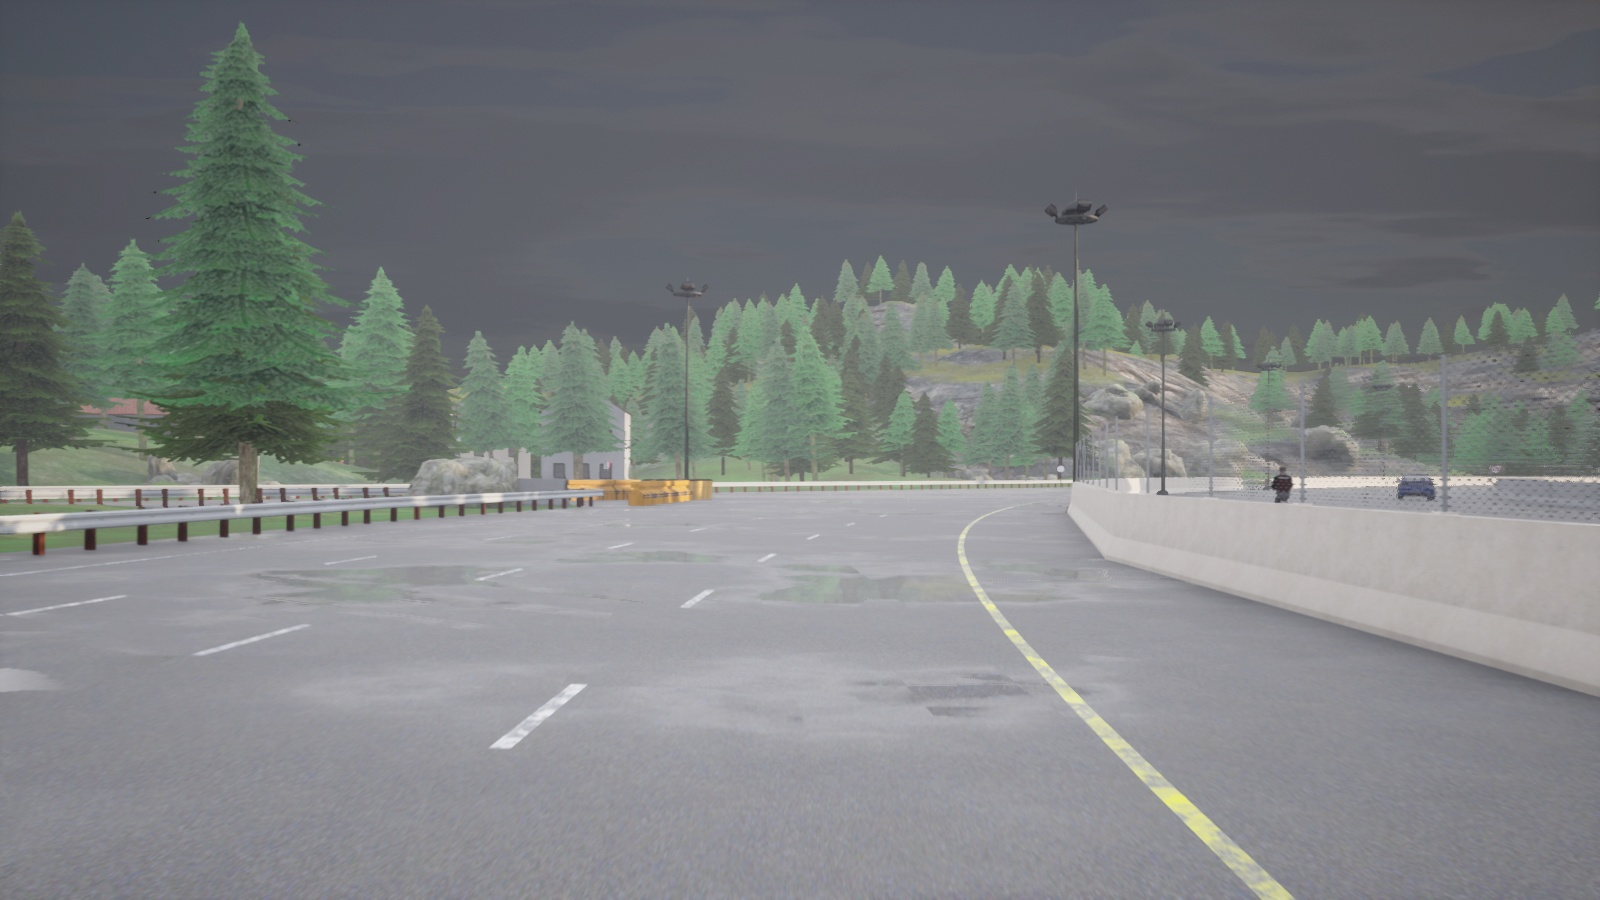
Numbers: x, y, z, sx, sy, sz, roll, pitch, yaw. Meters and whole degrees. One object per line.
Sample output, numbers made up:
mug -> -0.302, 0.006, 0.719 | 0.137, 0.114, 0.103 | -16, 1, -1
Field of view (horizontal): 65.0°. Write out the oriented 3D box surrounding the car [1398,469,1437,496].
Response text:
car -> 36.878, 1.905, 75.114 | 1.882, 1.535, 5.008 | -1, -1, 24
